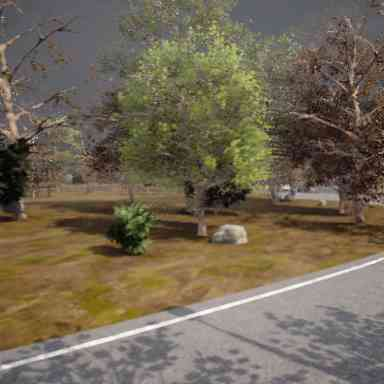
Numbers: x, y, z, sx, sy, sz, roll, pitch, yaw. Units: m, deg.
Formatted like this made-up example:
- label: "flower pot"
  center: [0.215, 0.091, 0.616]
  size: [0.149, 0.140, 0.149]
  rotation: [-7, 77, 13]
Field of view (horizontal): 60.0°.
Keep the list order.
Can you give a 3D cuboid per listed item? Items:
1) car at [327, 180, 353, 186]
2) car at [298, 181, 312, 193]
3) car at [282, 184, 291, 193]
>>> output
- label: "car"
  center: [33.009, -2.149, 73.382]
  size: [5.357, 1.411, 2.033]
  rotation: [-4, 3, -15]
- label: "car"
  center: [20.551, -0.968, 60.801]
  size: [2.150, 2.045, 5.566]
  rotation: [-4, 3, 18]
- label: "car"
  center: [18.817, -0.751, 65.211]
  size: [1.812, 1.442, 4.674]
  rotation: [-3, 3, 26]
